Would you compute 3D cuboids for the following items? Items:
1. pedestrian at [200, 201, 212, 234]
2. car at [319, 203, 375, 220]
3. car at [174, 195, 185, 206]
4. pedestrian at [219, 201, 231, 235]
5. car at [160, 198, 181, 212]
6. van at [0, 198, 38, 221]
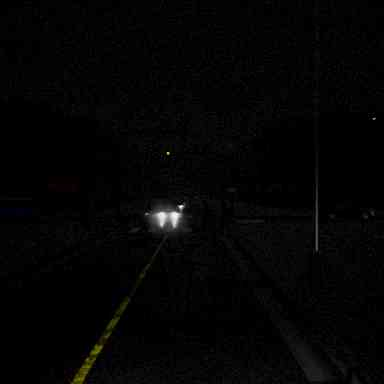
[{"bbox_3d":[0.738,1.310,17.888,0.375,1.860,0.375,0,0,0],"label":"pedestrian"},{"bbox_3d":[12.359,1.543,26.913,4.403,1.369,2.008,0,0,0],"label":"car"},{"bbox_3d":[-2.613,1.620,57.386,1.812,1.442,4.674,0,0,0],"label":"car"},{"bbox_3d":[1.683,1.308,17.284,0.375,1.860,0.375,0,0,0],"label":"pedestrian"},{"bbox_3d":[-2.701,1.659,39.434,1.895,1.301,4.718,0,0,0],"label":"car"},{"bbox_3d":[-14.644,1.401,26.884,3.998,1.788,1.690,0,0,0],"label":"van"}]
